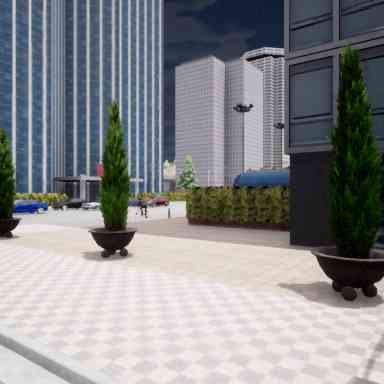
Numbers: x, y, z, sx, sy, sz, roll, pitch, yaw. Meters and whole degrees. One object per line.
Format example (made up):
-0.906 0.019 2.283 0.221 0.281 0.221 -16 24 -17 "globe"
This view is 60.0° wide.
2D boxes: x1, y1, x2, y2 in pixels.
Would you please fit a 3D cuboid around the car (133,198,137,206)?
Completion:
-9.297 1.547 50.524 2.033 1.411 5.357 0 0 35 "car"

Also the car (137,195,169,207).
-5.500 1.352 49.828 2.097 1.767 4.553 0 0 35 "car"

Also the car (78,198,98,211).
-11.349 1.601 41.528 1.895 1.301 4.718 0 0 35 "car"

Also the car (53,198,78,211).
-15.226 1.477 42.099 1.882 1.535 5.008 0 0 35 "car"

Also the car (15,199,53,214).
-17.060 1.477 33.396 1.882 1.535 5.008 0 0 35 "car"

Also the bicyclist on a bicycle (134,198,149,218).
-4.087 1.301 26.668 1.656 1.620 0.582 0 0 35 "bicyclist on a bicycle"
